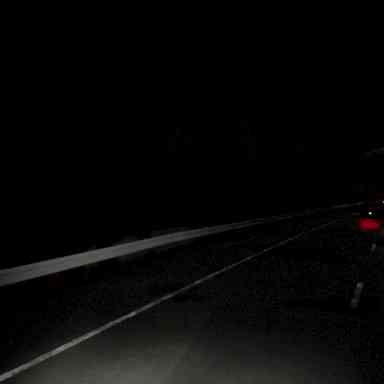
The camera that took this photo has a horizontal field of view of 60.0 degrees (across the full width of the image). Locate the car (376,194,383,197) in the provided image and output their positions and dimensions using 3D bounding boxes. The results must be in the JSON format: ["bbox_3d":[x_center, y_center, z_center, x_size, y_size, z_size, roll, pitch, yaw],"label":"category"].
[{"bbox_3d":[22.245,1.221,38.039,2.150,2.045,5.566,0,0,36],"label":"car"}]

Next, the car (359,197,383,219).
[{"bbox_3d":[16.160,1.505,29.524,1.837,1.490,4.892,0,0,35],"label":"car"}]
